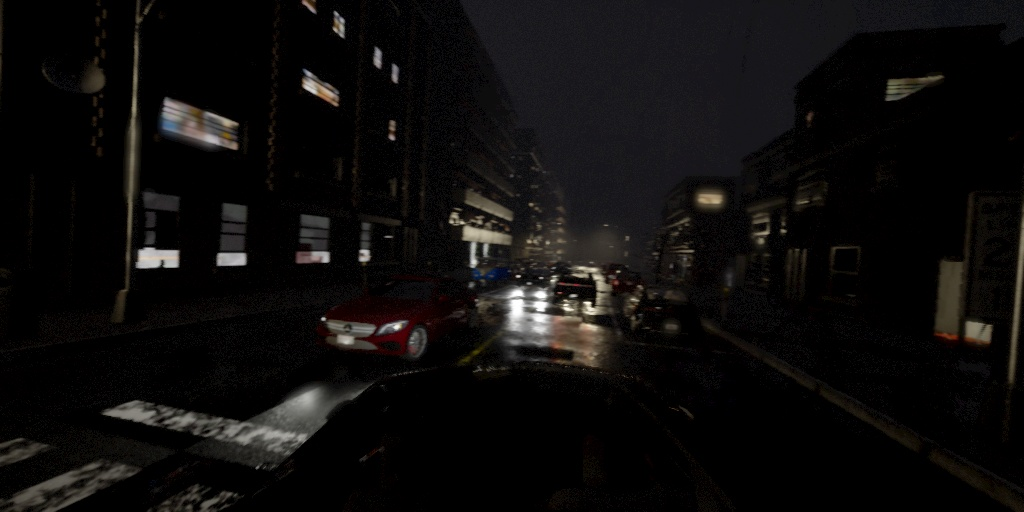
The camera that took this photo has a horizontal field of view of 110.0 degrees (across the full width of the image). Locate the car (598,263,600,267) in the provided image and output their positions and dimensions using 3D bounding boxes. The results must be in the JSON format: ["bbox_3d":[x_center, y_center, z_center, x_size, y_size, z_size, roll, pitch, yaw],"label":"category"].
[{"bbox_3d":[11.668,1.716,42.675,2.192,1.841,5.009,0,0,13],"label":"car"}]

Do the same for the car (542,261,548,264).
[{"bbox_3d":[3.516,1.454,44.553,2.007,1.370,4.403,0,0,13],"label":"car"}]

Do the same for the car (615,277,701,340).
[{"bbox_3d":[4.436,1.557,11.050,2.007,1.370,4.403,0,0,13],"label":"car"}]

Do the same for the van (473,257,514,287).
[{"bbox_3d":[-1.306,0.982,23.470,1.690,1.789,3.998,0,0,13],"label":"van"}]

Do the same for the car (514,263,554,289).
[{"bbox_3d":[1.569,1.414,24.254,1.895,1.301,4.718,3,0,13],"label":"car"}]

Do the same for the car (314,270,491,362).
[{"bbox_3d":[-2.145,1.136,8.110,1.812,1.442,4.674,3,0,14],"label":"car"}]

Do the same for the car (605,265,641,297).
[{"bbox_3d":[6.846,1.578,21.592,1.967,1.591,4.097,0,0,13],"label":"car"}]

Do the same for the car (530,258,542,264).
[{"bbox_3d":[1.105,1.087,34.012,2.192,1.841,5.009,0,0,13],"label":"car"}]

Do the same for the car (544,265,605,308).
[{"bbox_3d":[2.999,1.403,16.610,2.128,1.511,4.902,3,0,13],"label":"car"}]

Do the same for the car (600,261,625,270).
[{"bbox_3d":[9.258,1.584,32.133,2.192,1.841,5.009,0,0,13],"label":"car"}]

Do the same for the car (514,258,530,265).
[{"bbox_3d":[-0.100,1.146,28.741,1.967,1.591,4.097,0,0,13],"label":"car"}]

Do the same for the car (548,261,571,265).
[{"bbox_3d":[5.959,1.446,42.961,2.097,1.767,4.553,3,0,13],"label":"car"}]
